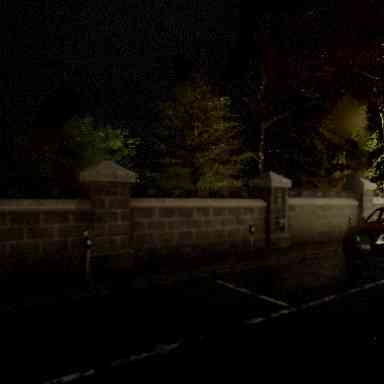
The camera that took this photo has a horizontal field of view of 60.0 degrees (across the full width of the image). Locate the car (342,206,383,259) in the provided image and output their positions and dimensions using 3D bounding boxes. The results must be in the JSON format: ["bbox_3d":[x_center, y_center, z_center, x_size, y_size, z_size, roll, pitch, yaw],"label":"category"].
[{"bbox_3d":[7.500,1.429,11.900,5.009,1.841,2.192,1,0,-36],"label":"car"}]
